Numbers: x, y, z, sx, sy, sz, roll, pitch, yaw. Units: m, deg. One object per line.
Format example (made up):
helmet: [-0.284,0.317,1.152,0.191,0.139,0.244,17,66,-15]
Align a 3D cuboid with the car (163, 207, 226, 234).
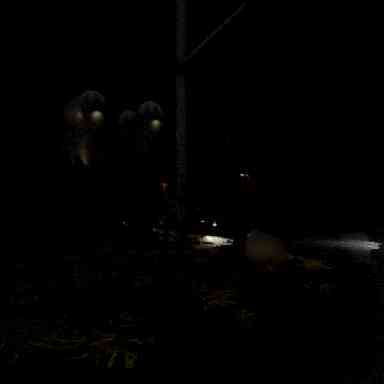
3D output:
car: [0.055,1.564,19.309,1.994,1.385,4.181,0,0,-35]
